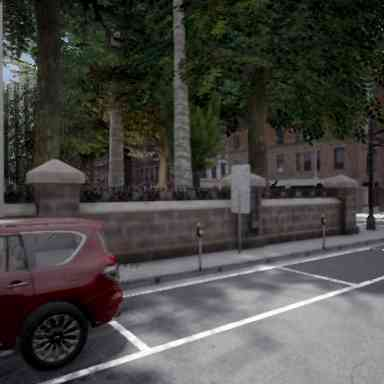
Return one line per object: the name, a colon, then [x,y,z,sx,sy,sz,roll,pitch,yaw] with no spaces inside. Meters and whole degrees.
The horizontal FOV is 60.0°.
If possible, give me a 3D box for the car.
car: [-3.335,1.315,4.155,5.009,1.841,2.192,0,0,-36]
